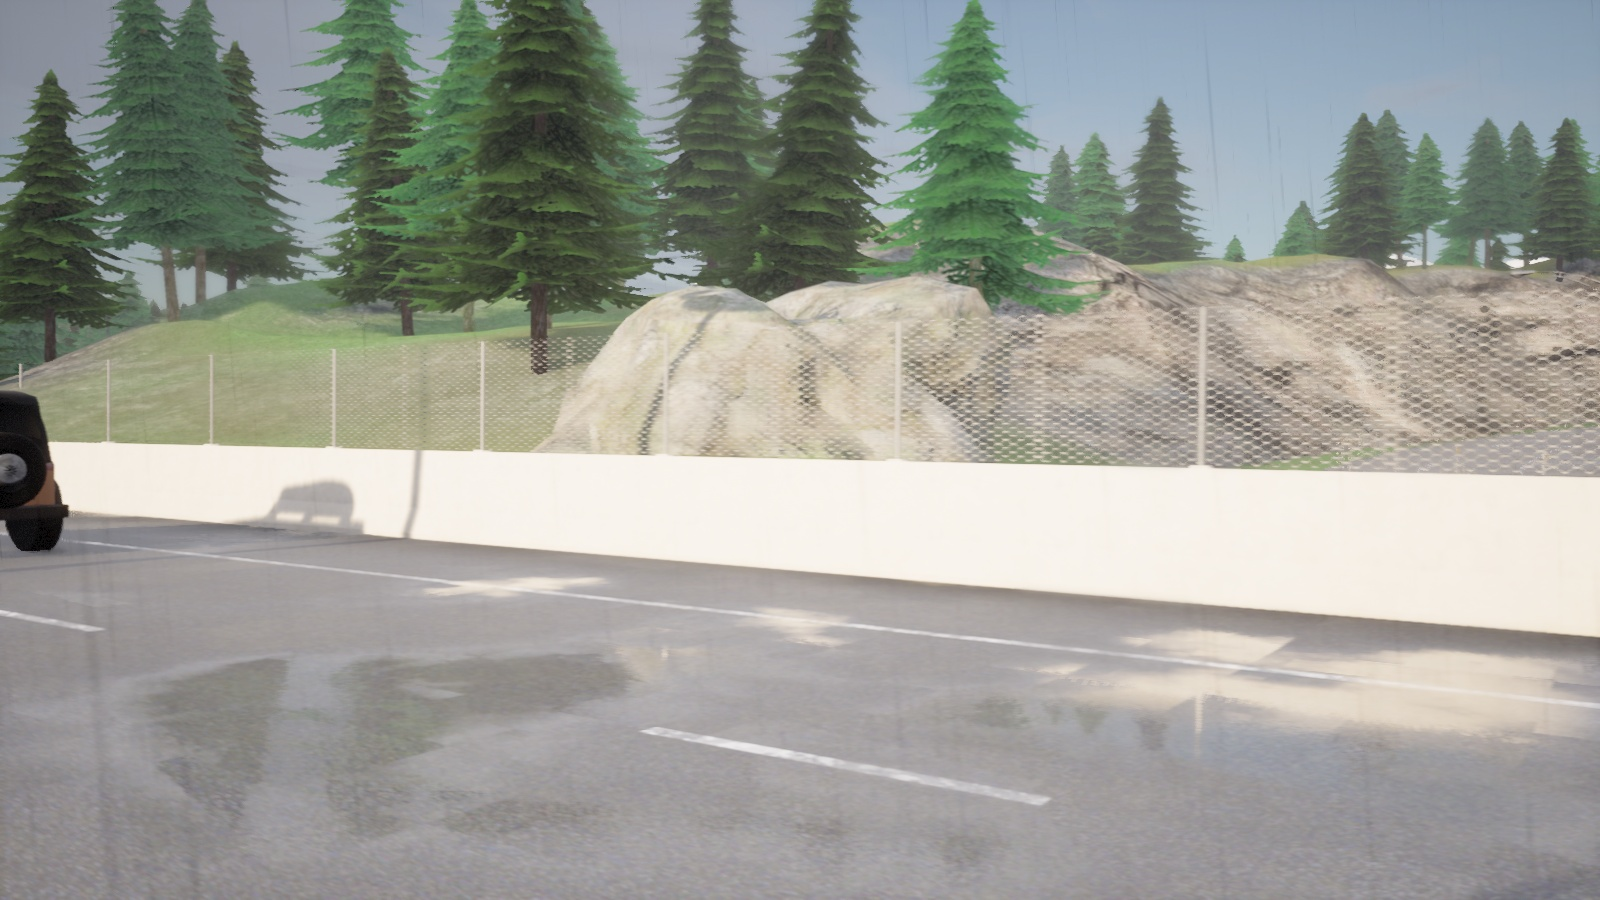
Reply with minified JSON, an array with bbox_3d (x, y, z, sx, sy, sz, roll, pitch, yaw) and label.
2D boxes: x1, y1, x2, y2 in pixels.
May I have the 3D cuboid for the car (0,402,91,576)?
[{"bbox_3d":[-10.255,0.420,14.634,3.866,1.878,1.905,0,1,34],"label":"car"}]
